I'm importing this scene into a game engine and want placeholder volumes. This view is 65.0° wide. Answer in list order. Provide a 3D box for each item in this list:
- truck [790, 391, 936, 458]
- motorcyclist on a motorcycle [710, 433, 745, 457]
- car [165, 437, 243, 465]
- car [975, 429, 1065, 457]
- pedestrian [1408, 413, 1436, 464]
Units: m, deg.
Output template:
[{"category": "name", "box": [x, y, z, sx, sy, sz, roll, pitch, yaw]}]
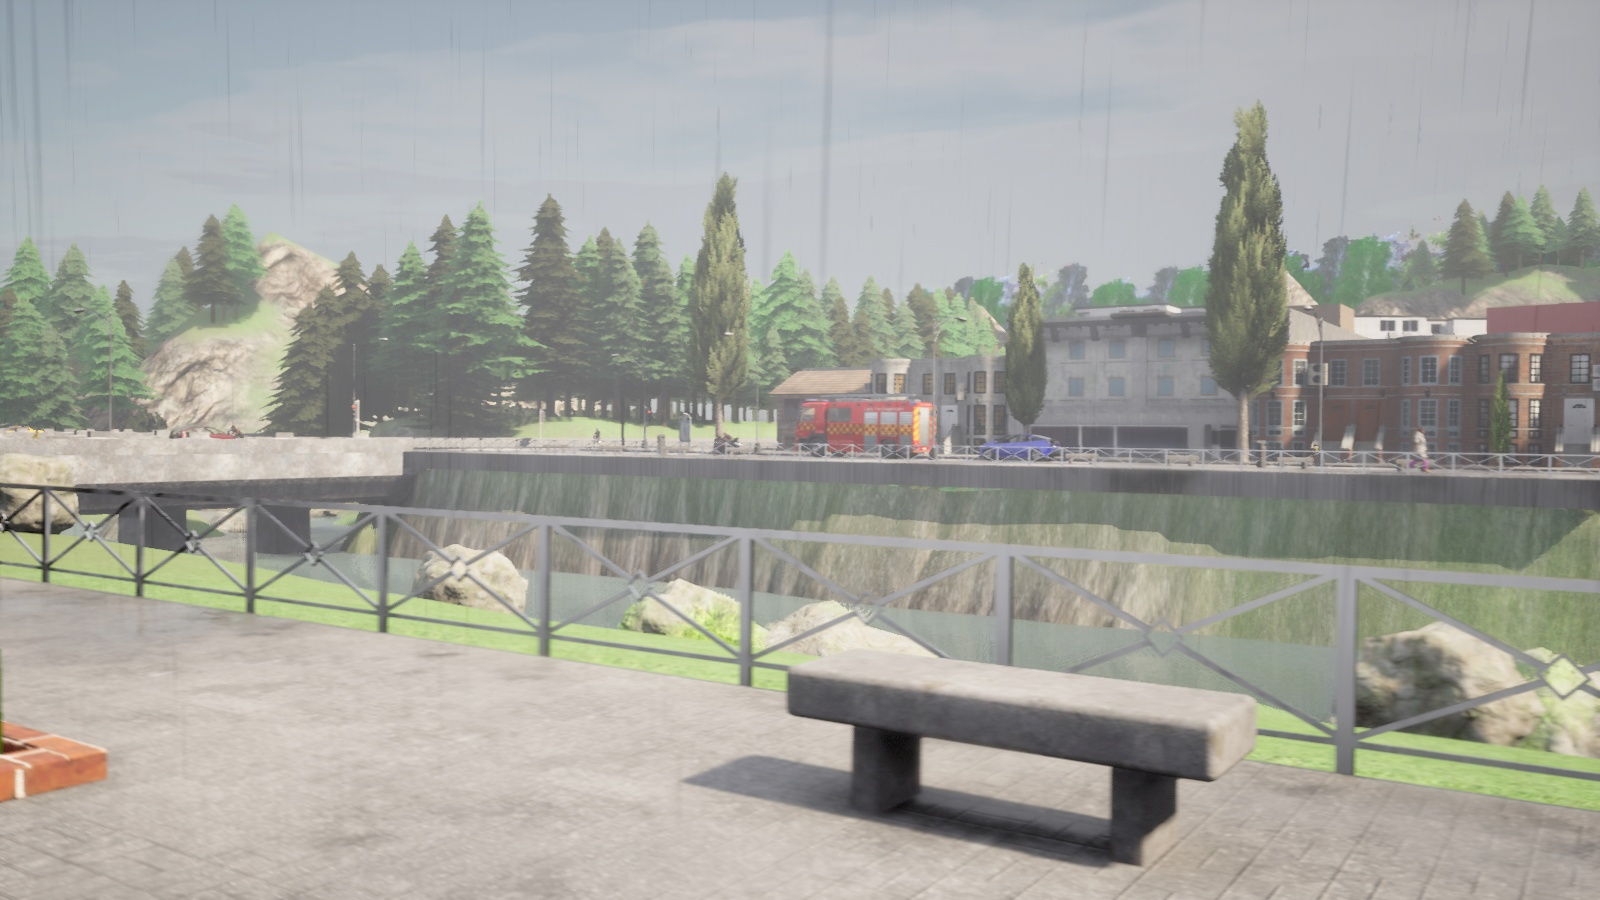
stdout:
[{"category": "truck", "box": [3.716, -1.501, 75.742, 8.468, 3.827, 2.891, 0, 1, 34]}, {"category": "motorcyclist on a motorcycle", "box": [-4.720, -0.301, 81.368, 2.191, 1.530, 0.866, 0, 1, 34]}, {"category": "car", "box": [-34.738, 0.025, 73.280, 1.789, 1.549, 3.705, 0, 1, 34]}, {"category": "car", "box": [12.258, -0.389, 70.093, 4.514, 1.525, 2.007, 0, 1, 34]}, {"category": "pedestrian", "box": [24.027, -0.439, 48.511, 0.873, 1.952, 0.659, 0, 1, 38]}]
